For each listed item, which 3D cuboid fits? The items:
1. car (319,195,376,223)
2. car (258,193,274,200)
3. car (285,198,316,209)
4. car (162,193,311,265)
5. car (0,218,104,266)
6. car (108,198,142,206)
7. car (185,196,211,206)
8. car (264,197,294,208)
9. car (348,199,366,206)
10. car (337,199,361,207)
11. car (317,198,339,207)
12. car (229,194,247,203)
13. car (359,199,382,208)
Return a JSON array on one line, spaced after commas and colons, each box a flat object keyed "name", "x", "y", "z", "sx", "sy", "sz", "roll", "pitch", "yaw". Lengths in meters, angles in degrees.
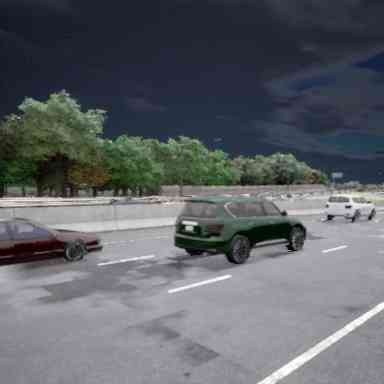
[{"name": "car", "x": 12.736, "y": 1.269, "z": 26.637, "sx": 5.566, "sy": 2.045, "sz": 2.150, "roll": 1, "pitch": 0, "yaw": -43}, {"name": "car", "x": 17.741, "y": 1.113, "z": 79.936, "sx": 2.033, "sy": 1.411, "sz": 5.357, "roll": 1, "pitch": 1, "yaw": 33}, {"name": "car", "x": 15.950, "y": 1.662, "z": 48.905, "sx": 4.902, "sy": 1.511, "sz": 2.128, "roll": 1, "pitch": -1, "yaw": -42}, {"name": "car", "x": 1.894, "y": 1.186, "z": 11.838, "sx": 5.566, "sy": 2.045, "sz": 2.150, "roll": 0, "pitch": 0, "yaw": -43}, {"name": "car", "x": -5.423, "y": 1.477, "z": 9.841, "sx": 5.357, "sy": 1.411, "sz": 2.033, "roll": 0, "pitch": 0, "yaw": -43}, {"name": "car", "x": -8.013, "y": 1.398, "z": 39.861, "sx": 1.994, "sy": 1.385, "sz": 4.181, "roll": 0, "pitch": 0, "yaw": 37}, {"name": "car", "x": 1.009, "y": 1.376, "z": 52.965, "sx": 1.837, "sy": 1.490, "sz": 4.892, "roll": 1, "pitch": 1, "yaw": 32}, {"name": "car", "x": 13.539, "y": 1.637, "z": 51.437, "sx": 4.902, "sy": 1.511, "sz": 2.128, "roll": 1, "pitch": 0, "yaw": -42}, {"name": "car", "x": 35.707, "y": 2.299, "z": 71.877, "sx": 4.674, "sy": 1.442, "sz": 1.812, "roll": 2, "pitch": -1, "yaw": -43}, {"name": "car", "x": 28.644, "y": 1.985, "z": 60.570, "sx": 4.902, "sy": 1.511, "sz": 2.128, "roll": 2, "pitch": -1, "yaw": -43}, {"name": "car", "x": 25.571, "y": 1.949, "z": 62.496, "sx": 4.892, "sy": 1.490, "sz": 1.837, "roll": 2, "pitch": -1, "yaw": -43}, {"name": "car", "x": 9.323, "y": 1.277, "z": 66.663, "sx": 1.837, "sy": 1.490, "sz": 4.892, "roll": 1, "pitch": 2, "yaw": 32}, {"name": "car", "x": 31.355, "y": 2.018, "z": 58.310, "sx": 4.902, "sy": 1.511, "sz": 2.128, "roll": 2, "pitch": -1, "yaw": -43}]
